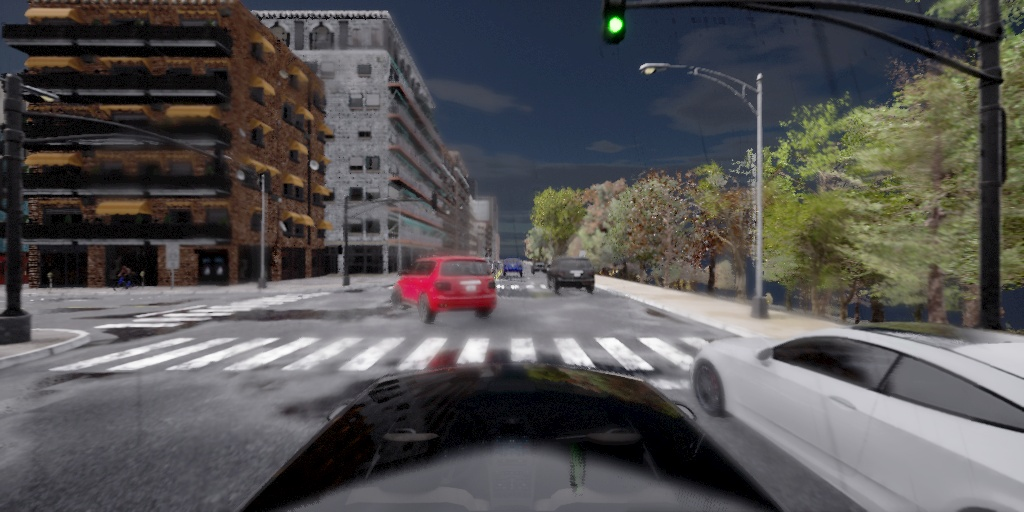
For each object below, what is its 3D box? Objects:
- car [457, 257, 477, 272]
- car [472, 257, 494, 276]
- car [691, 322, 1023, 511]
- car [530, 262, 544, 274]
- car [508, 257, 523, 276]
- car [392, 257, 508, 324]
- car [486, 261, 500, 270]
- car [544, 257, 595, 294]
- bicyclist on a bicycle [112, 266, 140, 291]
[{"bbox_3d":[-6.496,1.243,52.094,2.150,2.045,5.566,0,0,0],"label":"car"},{"bbox_3d":[-3.304,1.185,41.901,2.150,2.045,5.566,0,0,0],"label":"car"},{"bbox_3d":[3.348,1.282,2.967,1.812,1.442,4.674,0,0,0],"label":"car"},{"bbox_3d":[3.355,1.483,44.688,1.837,1.490,4.892,0,0,0],"label":"car"},{"bbox_3d":[0.105,1.177,40.680,2.150,2.045,5.566,0,0,0],"label":"car"},{"bbox_3d":[-2.553,1.061,12.763,2.150,2.045,5.566,1,-1,-30],"label":"car"},{"bbox_3d":[-3.245,1.570,61.983,2.128,1.511,4.902,0,0,0],"label":"car"},{"bbox_3d":[3.346,1.073,21.105,2.150,2.045,5.566,0,0,0],"label":"car"},{"bbox_3d":[-24.876,1.439,23.130,0.582,1.620,1.656,-1,0,-1],"label":"bicyclist on a bicycle"}]
